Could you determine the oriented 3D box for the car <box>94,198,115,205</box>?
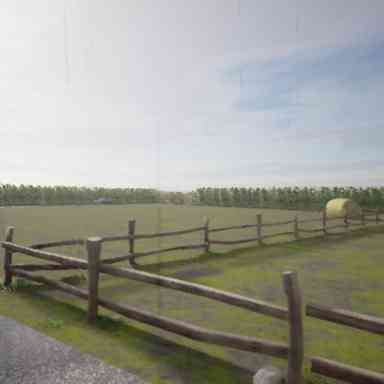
[{"bbox_3d":[-18.787,2.066,71.280,2.128,1.511,4.902,-1,-1,36],"label":"car"}]
